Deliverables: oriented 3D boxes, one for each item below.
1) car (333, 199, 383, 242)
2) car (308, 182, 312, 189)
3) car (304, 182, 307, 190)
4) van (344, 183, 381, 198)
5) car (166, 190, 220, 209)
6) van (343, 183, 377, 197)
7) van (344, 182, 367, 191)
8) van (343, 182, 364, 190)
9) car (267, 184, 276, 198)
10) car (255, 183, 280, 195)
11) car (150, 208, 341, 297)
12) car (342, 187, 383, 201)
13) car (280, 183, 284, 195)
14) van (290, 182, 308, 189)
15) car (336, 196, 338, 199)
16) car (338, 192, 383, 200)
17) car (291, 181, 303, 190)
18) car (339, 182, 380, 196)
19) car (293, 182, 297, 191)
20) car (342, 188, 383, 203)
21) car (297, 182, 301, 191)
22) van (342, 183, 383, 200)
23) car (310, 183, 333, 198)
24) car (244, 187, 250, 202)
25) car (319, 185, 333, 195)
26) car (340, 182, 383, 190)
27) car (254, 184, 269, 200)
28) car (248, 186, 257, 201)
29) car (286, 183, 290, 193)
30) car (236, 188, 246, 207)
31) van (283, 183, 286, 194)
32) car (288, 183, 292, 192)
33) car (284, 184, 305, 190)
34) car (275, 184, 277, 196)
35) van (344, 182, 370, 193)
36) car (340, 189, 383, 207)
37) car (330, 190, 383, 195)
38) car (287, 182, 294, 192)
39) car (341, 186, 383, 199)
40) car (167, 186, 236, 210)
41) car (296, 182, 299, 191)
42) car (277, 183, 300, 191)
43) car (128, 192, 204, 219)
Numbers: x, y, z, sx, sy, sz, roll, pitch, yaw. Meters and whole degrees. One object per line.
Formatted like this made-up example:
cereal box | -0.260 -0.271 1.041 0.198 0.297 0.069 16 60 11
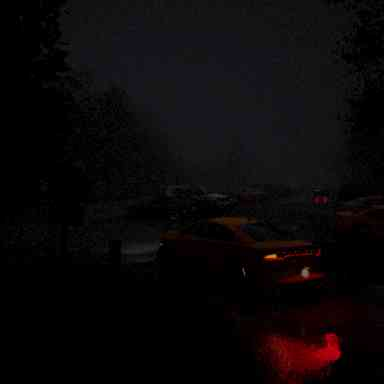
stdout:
car | 8.811 1.324 14.222 5.008 1.535 2.097 1 3 25
car | 26.963 -1.662 85.087 5.566 2.045 2.435 1 2 25
car | 23.462 -1.145 77.543 5.008 1.535 2.097 1 2 25
van | 23.868 -0.274 46.751 4.442 1.987 1.878 1 2 25
car | -0.811 0.898 24.588 5.008 1.535 2.097 1 3 25
van | 24.810 -0.367 49.365 4.442 1.987 1.878 1 2 25
van | 36.615 -1.252 74.550 4.442 1.987 1.878 1 2 25
van | 38.715 -1.433 79.687 4.442 1.987 1.878 1 2 25
car | 7.447 0.117 42.160 5.366 1.575 1.946 1 3 25
car | 9.618 -0.204 47.259 4.553 1.767 2.185 1 2 25
car | 0.893 1.383 8.476 1.882 1.535 5.008 2 -1 -31
car | 20.328 0.254 39.249 4.792 1.488 2.163 1 2 25
car | 10.772 -0.140 49.785 4.792 1.488 2.163 1 2 25
van | 29.137 -1.742 90.180 4.442 1.987 1.878 1 1 25
car | 11.046 1.133 19.153 4.792 1.488 2.163 1 3 25
car | 9.998 1.087 16.718 4.553 1.767 2.185 1 3 25
car | 19.829 -0.885 70.051 5.366 1.575 1.946 1 2 25
car | 26.045 -0.479 51.843 5.566 2.045 2.435 1 2 25
car | 16.359 -0.619 62.485 5.366 1.575 1.946 1 2 25
car | 19.228 0.350 36.851 4.792 1.488 2.163 1 3 25
car | 18.835 -0.789 67.455 4.892 1.521 2.231 1 2 25
van | 21.349 -0.098 41.797 4.442 1.987 1.878 1 2 24
car | 18.519 -0.059 47.224 2.128 1.511 4.902 1 2 25
car | 2.660 0.561 32.152 4.892 1.521 2.231 1 3 25
car | 22.809 -0.402 56.578 1.882 1.535 5.008 1 2 25
car | 15.713 0.403 29.179 5.566 2.045 2.435 1 3 25
car | 6.005 0.213 39.905 5.366 1.575 1.946 1 3 25
car | 3.642 0.441 34.753 5.366 1.575 1.946 1 3 25
car | 13.032 -0.318 54.854 4.792 1.488 2.163 1 2 25
car | 1.666 0.673 29.556 5.366 1.575 1.946 1 3 25
van | 12.008 -0.482 52.262 4.442 1.987 1.878 1 2 25
car | 14.188 -0.407 57.376 4.792 1.488 2.163 1 2 25
car | 24.626 -1.194 80.064 4.674 1.452 2.002 1 2 25
car | 8.426 0.017 44.754 4.892 1.521 2.231 1 3 25
van | 31.999 -0.898 64.483 4.442 1.987 1.878 1 2 25
car | 16.816 0.570 31.730 4.792 1.488 2.163 1 3 25
car | 13.212 0.873 24.248 5.366 1.575 1.946 1 3 25
car | 15.345 -0.495 59.898 4.792 1.488 2.163 1 2 25
car | 22.613 0.038 44.289 5.008 1.535 2.097 1 2 25
car | 0.366 0.535 27.089 5.566 2.045 2.435 1 3 25
car | 17.690 -0.701 64.927 4.892 1.521 2.231 1 2 25
car | 21.126 -1.094 72.505 4.553 1.767 2.185 1 2 25
car | -1.999 1.040 22.083 4.792 1.488 2.163 1 3 25
